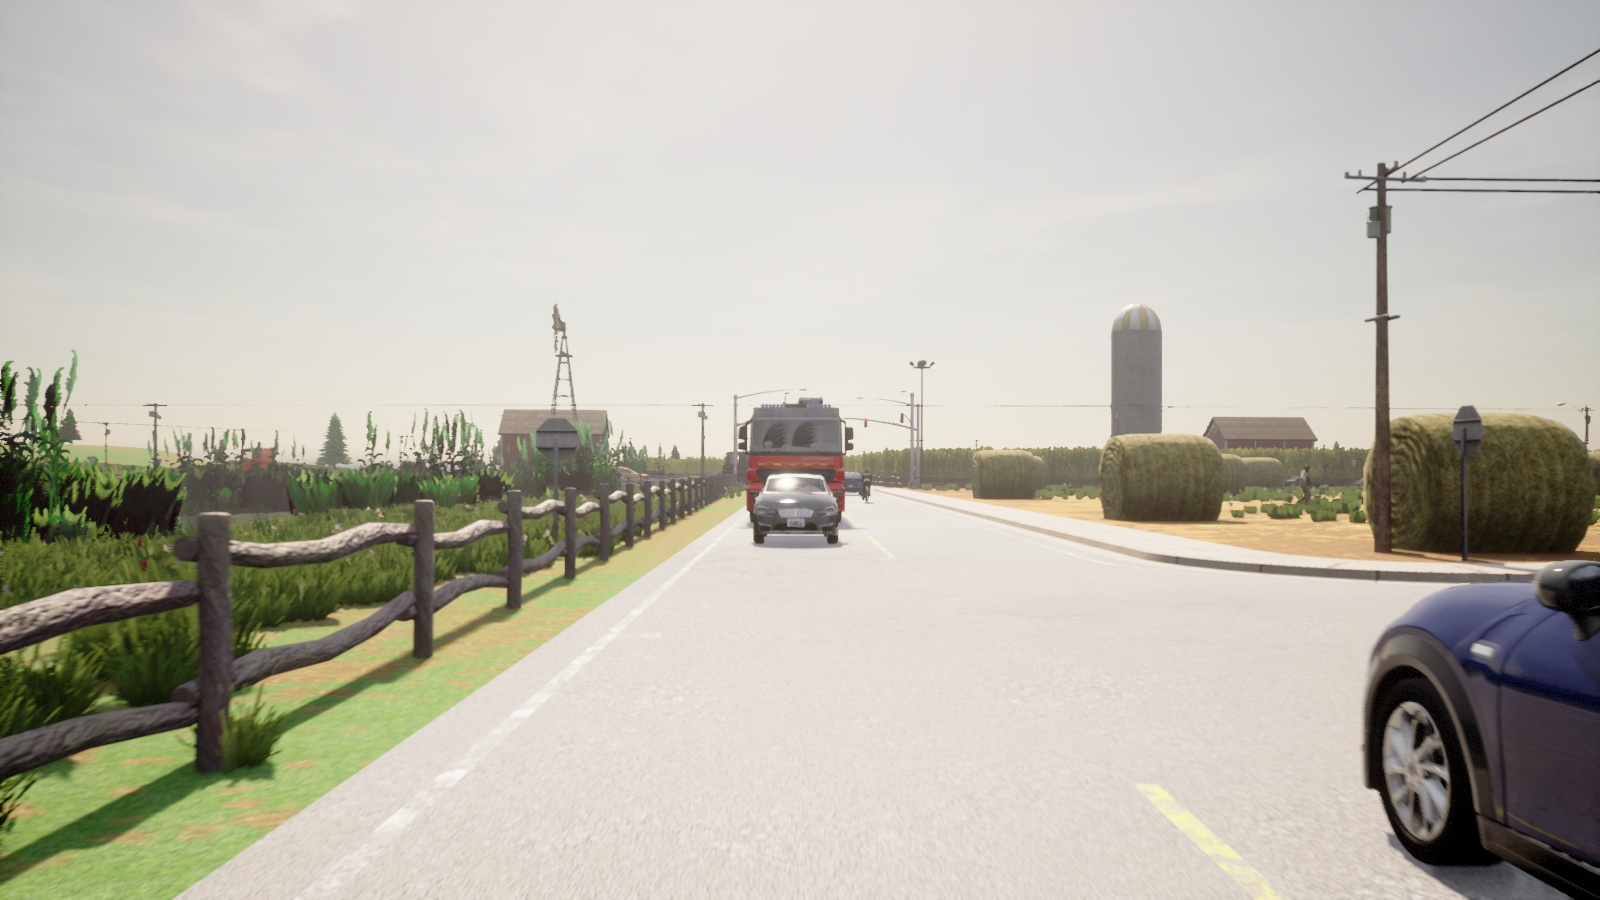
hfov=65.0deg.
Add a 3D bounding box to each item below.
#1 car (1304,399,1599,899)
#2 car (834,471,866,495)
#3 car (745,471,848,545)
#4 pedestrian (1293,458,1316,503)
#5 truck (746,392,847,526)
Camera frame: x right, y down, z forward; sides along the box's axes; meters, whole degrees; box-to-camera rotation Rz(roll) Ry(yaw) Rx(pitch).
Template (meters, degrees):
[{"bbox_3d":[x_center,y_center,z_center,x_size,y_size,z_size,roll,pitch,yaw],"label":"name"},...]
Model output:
[{"bbox_3d":[3.484,0.722,3.780,2.097,1.767,4.553,0,-1,0],"label":"car"},{"bbox_3d":[3.265,2.163,82.672,1.882,1.535,5.008,0,-1,0],"label":"car"},{"bbox_3d":[-0.080,1.249,28.557,2.128,1.511,4.902,0,-1,0],"label":"car"},{"bbox_3d":[20.674,1.253,51.453,0.694,1.848,0.540,-1,-1,40],"label":"pedestrian"},{"bbox_3d":[-0.118,0.325,40.290,2.891,3.827,8.468,0,-1,0],"label":"truck"}]
